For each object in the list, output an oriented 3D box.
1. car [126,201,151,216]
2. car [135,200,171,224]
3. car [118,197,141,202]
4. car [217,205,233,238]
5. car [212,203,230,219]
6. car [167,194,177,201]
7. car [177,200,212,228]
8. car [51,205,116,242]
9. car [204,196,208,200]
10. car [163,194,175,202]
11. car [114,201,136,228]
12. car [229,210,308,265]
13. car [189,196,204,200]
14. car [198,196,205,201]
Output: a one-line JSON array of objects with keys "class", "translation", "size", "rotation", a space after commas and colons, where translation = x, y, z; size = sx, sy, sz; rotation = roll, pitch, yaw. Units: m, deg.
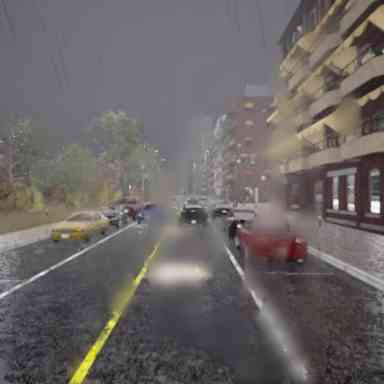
[{"class": "car", "translation": [-5.306, 1.595, 33.467], "size": [1.802, 1.307, 4.206], "rotation": [1, 0, 0]}, {"class": "car", "translation": [-2.833, 1.534, 24.645], "size": [1.812, 1.442, 4.674], "rotation": [0, 0, 0]}, {"class": "car", "translation": [-5.304, 1.325, 27.813], "size": [2.192, 1.841, 5.009], "rotation": [1, 0, 0]}, {"class": "car", "translation": [2.573, 1.571, 17.247], "size": [1.947, 1.339, 4.313], "rotation": [1, 0, 0]}, {"class": "car", "translation": [2.574, 1.576, 28.569], "size": [1.947, 1.339, 4.313], "rotation": [1, 0, 0]}, {"class": "car", "translation": [-5.300, 1.379, 88.611], "size": [2.192, 1.841, 5.009], "rotation": [1, 0, 0]}, {"class": "car", "translation": [0.101, 1.513, 22.178], "size": [1.837, 1.490, 4.892], "rotation": [0, 0, 0]}, {"class": "car", "translation": [-5.306, 1.530, 16.335], "size": [1.752, 1.417, 4.829], "rotation": [1, 0, 0]}, {"class": "car", "translation": [2.577, 1.595, 72.385], "size": [2.008, 1.369, 4.403], "rotation": [1, 0, 0]}, {"class": "car", "translation": [-5.303, 1.588, 71.582], "size": [1.887, 1.381, 4.507], "rotation": [1, 0, 0]}, {"class": "car", "translation": [-5.306, 1.558, 22.159], "size": [2.008, 1.369, 4.403], "rotation": [1, 0, 0]}, {"class": "car", "translation": [2.573, 1.547, 11.586], "size": [1.887, 1.381, 4.507], "rotation": [1, 0, 0]}, {"class": "car", "translation": [0.101, 1.471, 38.516], "size": [1.801, 1.575, 5.366], "rotation": [0, 0, 0]}, {"class": "car", "translation": [2.578, 1.646, 89.435], "size": [1.802, 1.307, 4.206], "rotation": [1, 0, 0]}]
